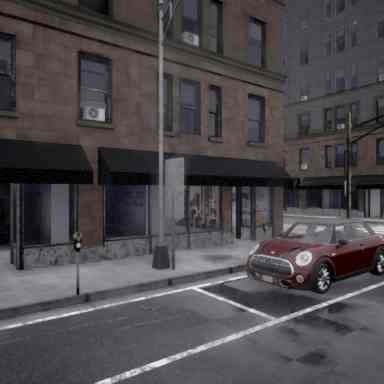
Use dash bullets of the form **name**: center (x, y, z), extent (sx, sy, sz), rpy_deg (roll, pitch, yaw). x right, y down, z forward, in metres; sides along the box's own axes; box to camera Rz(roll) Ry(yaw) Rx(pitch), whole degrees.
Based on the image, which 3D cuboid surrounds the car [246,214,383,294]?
- **car**: center (3.312, 1.440, 8.722), extent (4.097, 1.590, 1.967), rpy_deg (0, 0, -37)
